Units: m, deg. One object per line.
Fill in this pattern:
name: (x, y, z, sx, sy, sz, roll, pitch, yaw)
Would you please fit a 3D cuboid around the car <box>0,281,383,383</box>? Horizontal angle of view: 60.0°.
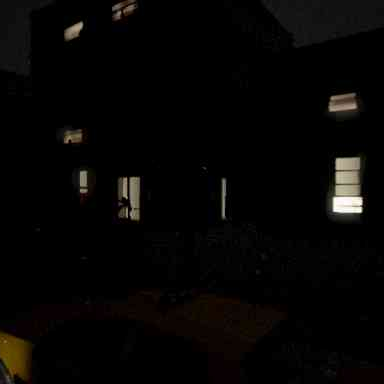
car: (-0.321, 1.524, 3.101, 4.829, 1.417, 1.752, 0, 1, 36)
